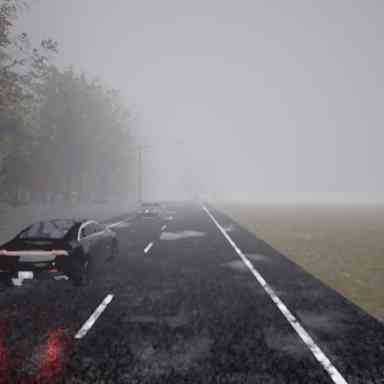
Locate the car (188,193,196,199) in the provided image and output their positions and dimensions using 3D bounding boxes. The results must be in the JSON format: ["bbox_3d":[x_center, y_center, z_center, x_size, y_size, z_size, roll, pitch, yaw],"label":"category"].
[{"bbox_3d":[-0.009,1.341,92.506,1.882,1.535,5.008,0,0,0],"label":"car"}]

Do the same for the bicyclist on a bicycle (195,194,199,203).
[{"bbox_3d":[0.957,1.280,66.306,0.659,1.776,1.843,0,0,0],"label":"bicyclist on a bicycle"}]

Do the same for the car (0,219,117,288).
[{"bbox_3d":[-3.401,1.479,9.223,2.128,1.511,4.902,0,0,0],"label":"car"}]

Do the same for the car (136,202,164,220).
[{"bbox_3d":[-3.402,1.509,27.632,2.033,1.411,5.357,0,0,0],"label":"car"}]

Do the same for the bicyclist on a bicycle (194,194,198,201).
[{"bbox_3d":[0.956,1.334,75.534,0.866,1.612,1.509,0,-1,0],"label":"bicyclist on a bicycle"}]
